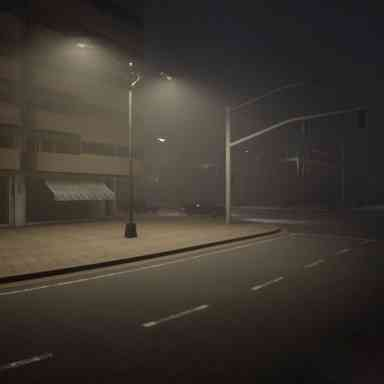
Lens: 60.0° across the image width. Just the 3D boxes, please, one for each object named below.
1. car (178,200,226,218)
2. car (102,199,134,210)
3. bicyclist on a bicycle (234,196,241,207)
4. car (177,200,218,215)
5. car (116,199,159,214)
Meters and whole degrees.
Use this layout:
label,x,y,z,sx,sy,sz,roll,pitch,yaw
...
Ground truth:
label,x,y,z,sx,sy,sz,roll,pitch,yaw
car,1.353,1.546,30.890,4.902,1.511,2.128,0,0,41
car,-10.169,1.655,45.431,4.718,1.301,1.895,0,0,41
bicyclist on a bicycle,6.424,1.355,46.966,0.582,1.620,1.656,0,0,41
car,0.528,1.619,36.233,4.181,1.385,1.994,0,0,41
car,-5.836,1.533,37.088,5.008,1.535,1.882,0,0,41
